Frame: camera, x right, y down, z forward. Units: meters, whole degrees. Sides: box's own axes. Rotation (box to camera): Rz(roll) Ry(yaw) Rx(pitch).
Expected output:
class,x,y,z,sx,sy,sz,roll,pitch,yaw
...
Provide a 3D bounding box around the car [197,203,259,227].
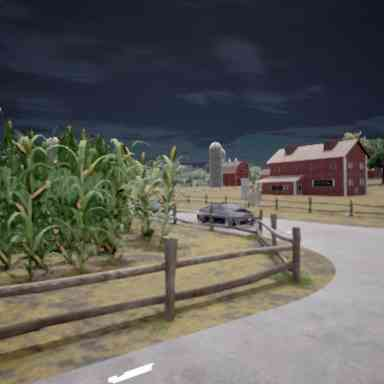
class,x,y,z,sx,sy,sz,roll,pitch,yaw
car,2.161,1.384,20.937,1.994,1.385,4.181,-2,2,-38

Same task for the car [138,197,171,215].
class,x,y,z,sx,sy,sz,roll,pitch,yaw
car,-3.658,1.193,29.094,1.837,1.490,4.892,-2,2,-36
